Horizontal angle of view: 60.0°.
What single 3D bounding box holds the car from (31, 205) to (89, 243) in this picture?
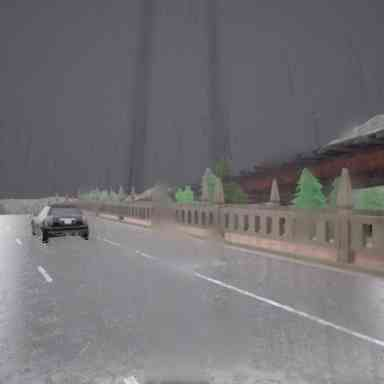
[{"bbox_3d":[-6.824,1.415,16.989,2.097,1.767,4.553,0,0,-32],"label":"car"}]
